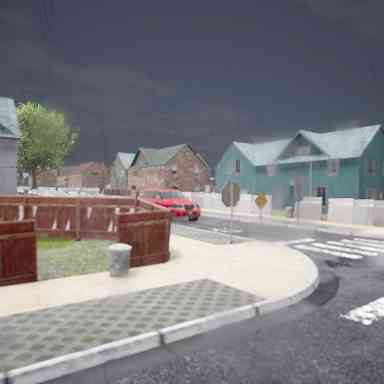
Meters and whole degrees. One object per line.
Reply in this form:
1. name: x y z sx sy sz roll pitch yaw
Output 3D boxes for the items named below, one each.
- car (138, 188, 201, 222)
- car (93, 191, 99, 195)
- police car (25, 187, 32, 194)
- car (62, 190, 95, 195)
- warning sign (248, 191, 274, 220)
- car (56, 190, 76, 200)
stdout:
1. car: -1.686 0.814 21.843 2.150 2.045 5.566 1 1 -35
2. car: -13.695 0.574 43.679 1.882 1.535 5.008 1 1 -35
3. police car: -39.643 -0.453 81.693 1.930 1.638 5.238 1 1 -35
4. car: -13.053 0.761 37.820 1.895 1.301 4.718 1 1 -35
5. warning sign: 4.598 0.873 22.238 1.300 1.860 1.060 0 0 -35
6. car: -19.792 0.395 52.163 1.812 1.442 4.674 1 1 -35
